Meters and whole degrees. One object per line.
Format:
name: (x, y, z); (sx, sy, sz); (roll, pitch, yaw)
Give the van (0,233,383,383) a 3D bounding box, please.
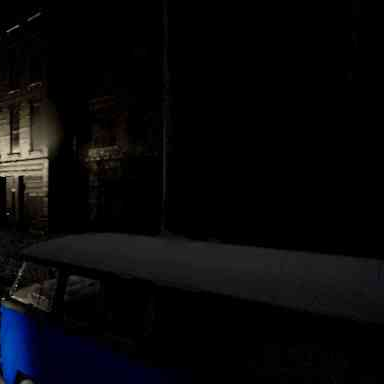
van: (-0.132, 1.350, 2.956); (3.998, 1.788, 1.690); (0, 0, 36)
